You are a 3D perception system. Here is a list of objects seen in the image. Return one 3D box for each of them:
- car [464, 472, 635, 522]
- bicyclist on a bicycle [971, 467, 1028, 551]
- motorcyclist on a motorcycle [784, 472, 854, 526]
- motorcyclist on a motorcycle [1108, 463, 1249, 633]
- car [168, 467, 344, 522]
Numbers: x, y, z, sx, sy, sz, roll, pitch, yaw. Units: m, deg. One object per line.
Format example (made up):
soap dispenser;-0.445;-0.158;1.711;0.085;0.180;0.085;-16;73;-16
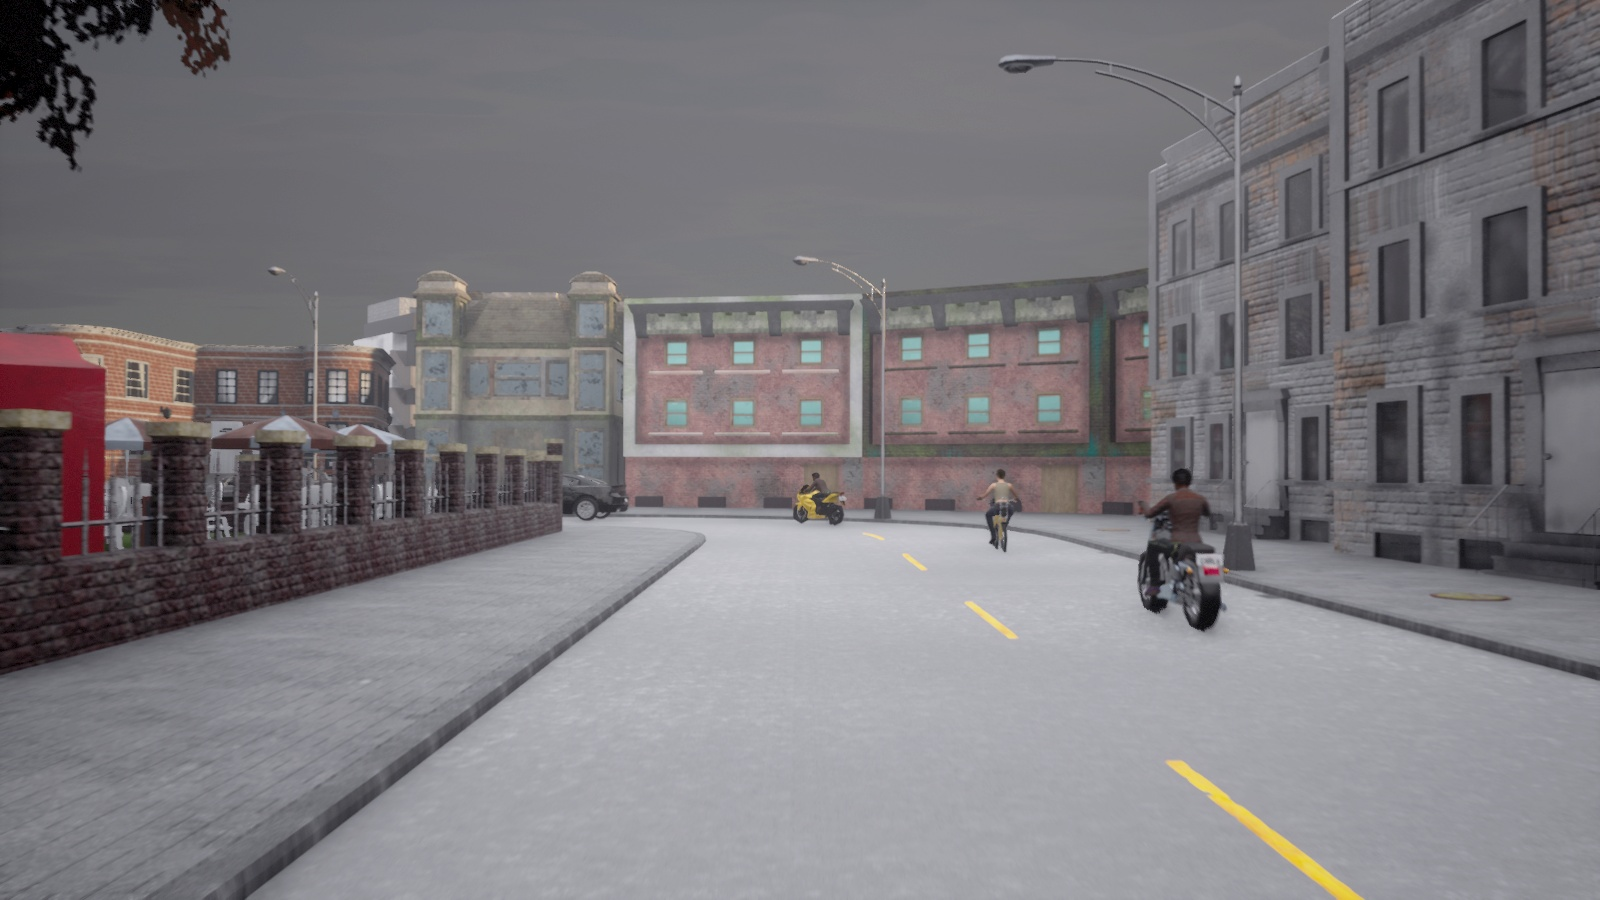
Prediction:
car;-7.919;1.493;39.909;5.008;1.535;1.882;0;-1;6
bicyclist on a bicycle;3.944;1.152;24.889;0.866;1.612;1.509;0;-1;0
motorcyclist on a motorcycle;0.548;1.414;36.888;2.044;1.523;0.797;-1;-1;44
motorcyclist on a motorcycle;3.967;0.973;13.382;0.766;1.649;2.350;0;-1;0
car;-17.218;1.396;39.937;4.611;1.667;2.242;0;-1;0
